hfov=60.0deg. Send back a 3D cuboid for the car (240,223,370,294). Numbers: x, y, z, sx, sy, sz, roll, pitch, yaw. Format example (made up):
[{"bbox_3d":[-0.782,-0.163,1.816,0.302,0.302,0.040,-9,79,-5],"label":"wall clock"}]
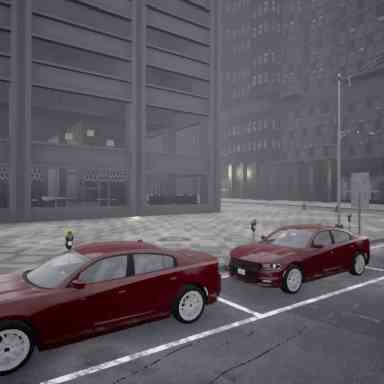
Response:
[{"bbox_3d":[2.937,1.546,8.789,4.507,1.381,1.887,0,0,-36],"label":"car"}]

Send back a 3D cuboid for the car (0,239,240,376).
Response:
[{"bbox_3d":[-1.550,1.545,5.565,4.507,1.381,1.887,0,0,-36],"label":"car"}]
